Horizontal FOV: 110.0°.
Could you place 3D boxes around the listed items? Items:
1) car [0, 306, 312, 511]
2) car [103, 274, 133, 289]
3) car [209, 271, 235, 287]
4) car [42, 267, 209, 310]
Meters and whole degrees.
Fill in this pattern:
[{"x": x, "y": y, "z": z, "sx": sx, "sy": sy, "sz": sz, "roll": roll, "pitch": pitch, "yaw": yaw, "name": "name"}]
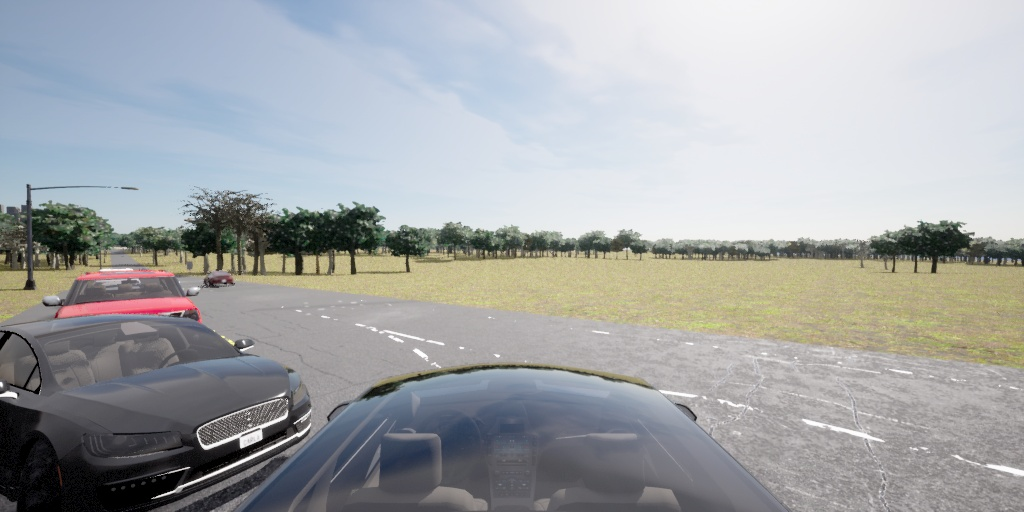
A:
[{"x": -4.502, "y": 1.445, "z": 4.019, "sx": 4.892, "sy": 1.490, "sz": 1.837, "roll": -3, "pitch": -3, "yaw": 22, "name": "car"}, {"x": -41.656, "y": 2.666, "z": 37.966, "sx": 1.895, "sy": 1.301, "sz": 4.718, "roll": -1, "pitch": 0, "yaw": -45, "name": "car"}, {"x": -29.574, "y": 2.275, "z": 36.174, "sx": 4.674, "sy": 1.442, "sz": 1.812, "roll": -2, "pitch": 0, "yaw": 42, "name": "car"}, {"x": -9.341, "y": 1.386, "z": 8.740, "sx": 5.566, "sy": 2.045, "sz": 2.150, "roll": -2, "pitch": 0, "yaw": 42, "name": "car"}]
